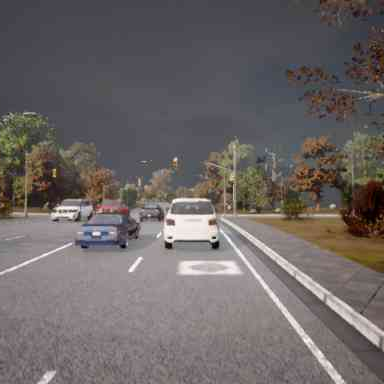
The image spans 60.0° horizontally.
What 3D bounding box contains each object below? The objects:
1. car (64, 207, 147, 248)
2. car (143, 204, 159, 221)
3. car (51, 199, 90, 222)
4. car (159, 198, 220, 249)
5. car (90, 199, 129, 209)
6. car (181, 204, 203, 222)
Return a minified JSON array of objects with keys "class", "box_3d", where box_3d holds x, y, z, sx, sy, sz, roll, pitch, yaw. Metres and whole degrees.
[{"class":"car","box_3d":[-3.500,1.581,14.671,2.033,1.411,5.357,0,0,0]},{"class":"car","box_3d":[-3.501,1.816,29.698,2.128,1.511,4.902,0,-2,0]},{"class":"car","box_3d":[-10.501,1.648,29.674,2.150,2.045,5.566,0,-2,0]},{"class":"car","box_3d":[0.000,1.277,14.706,2.150,2.045,5.566,0,0,0]},{"class":"car","box_3d":[-7.001,1.648,29.674,2.150,2.045,5.566,0,-2,0]},{"class":"car","box_3d":[-0.001,1.838,29.696,1.837,1.490,4.892,0,-2,0]}]
